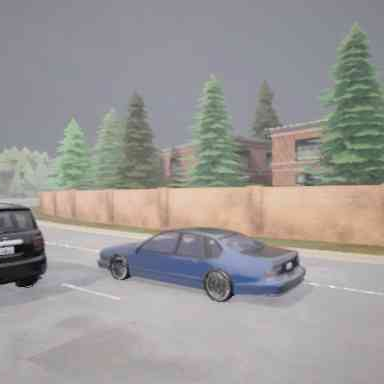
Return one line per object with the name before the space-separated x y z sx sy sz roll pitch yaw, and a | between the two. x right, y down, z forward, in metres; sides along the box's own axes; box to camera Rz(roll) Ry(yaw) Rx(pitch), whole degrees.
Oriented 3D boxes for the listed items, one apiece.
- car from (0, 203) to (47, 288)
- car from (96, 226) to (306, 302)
car | -5.855 1.300 8.337 5.566 2.045 2.150 -1 0 38
car | -0.035 1.587 8.336 5.357 1.411 2.033 -1 0 36
